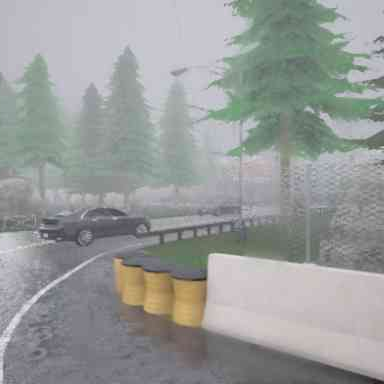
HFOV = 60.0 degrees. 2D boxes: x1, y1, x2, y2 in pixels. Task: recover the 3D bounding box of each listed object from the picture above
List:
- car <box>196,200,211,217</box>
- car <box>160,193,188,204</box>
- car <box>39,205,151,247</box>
[{"bbox_3d":[2.292,1.320,28.115,1.837,1.490,4.892,0,-1,37],"label":"car"},{"bbox_3d":[-3.249,1.209,60.331,5.566,2.045,2.150,0,0,36],"label":"car"},{"bbox_3d":[-3.837,1.315,13.981,1.837,1.490,4.892,-2,-1,38],"label":"car"}]
